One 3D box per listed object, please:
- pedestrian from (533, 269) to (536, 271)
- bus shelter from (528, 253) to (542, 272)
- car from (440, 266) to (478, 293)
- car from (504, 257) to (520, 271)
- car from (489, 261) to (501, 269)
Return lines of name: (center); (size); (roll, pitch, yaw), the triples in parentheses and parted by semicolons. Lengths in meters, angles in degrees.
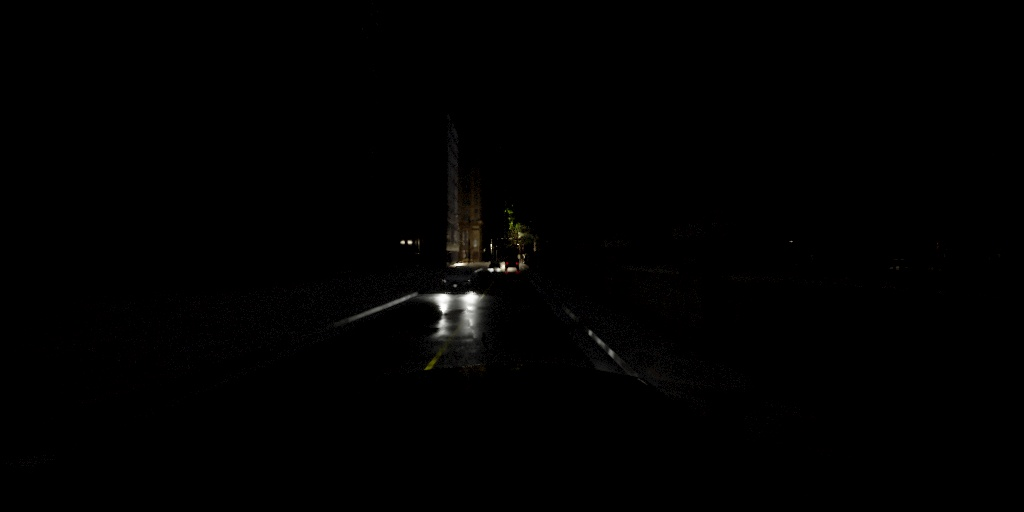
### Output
pedestrian: (3.130, 1.104, 49.363); (0.375, 1.860, 0.375); (0, 0, -15)
bus shelter: (3.131, 0.824, 46.793); (1.920, 2.740, 3.880); (0, 0, 0)
car: (-3.102, 1.358, 21.894); (1.812, 1.442, 4.674); (0, 0, 0)
car: (0.007, 1.218, 56.022); (2.150, 2.045, 5.566); (0, -1, 0)
car: (-3.028, 1.606, 64.041); (1.994, 1.385, 4.181); (0, 0, 0)
